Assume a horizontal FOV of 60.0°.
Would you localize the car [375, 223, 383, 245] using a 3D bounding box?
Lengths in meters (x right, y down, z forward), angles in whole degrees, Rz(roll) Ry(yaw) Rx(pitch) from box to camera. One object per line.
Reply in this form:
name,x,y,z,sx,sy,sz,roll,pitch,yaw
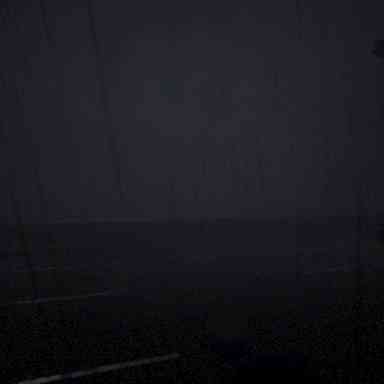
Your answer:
car,10.418,1.685,14.556,5.008,1.535,1.882,0,-1,-21
